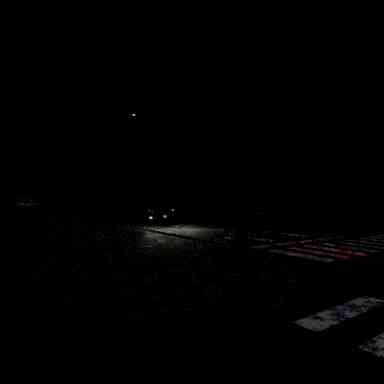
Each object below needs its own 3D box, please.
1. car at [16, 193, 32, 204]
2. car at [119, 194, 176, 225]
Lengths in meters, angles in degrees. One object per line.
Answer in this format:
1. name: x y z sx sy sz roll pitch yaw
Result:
1. car: -32.563 1.212 64.475 2.150 2.045 5.566 1 0 -36
2. car: -3.349 1.208 23.822 2.150 2.045 5.566 1 0 -36
